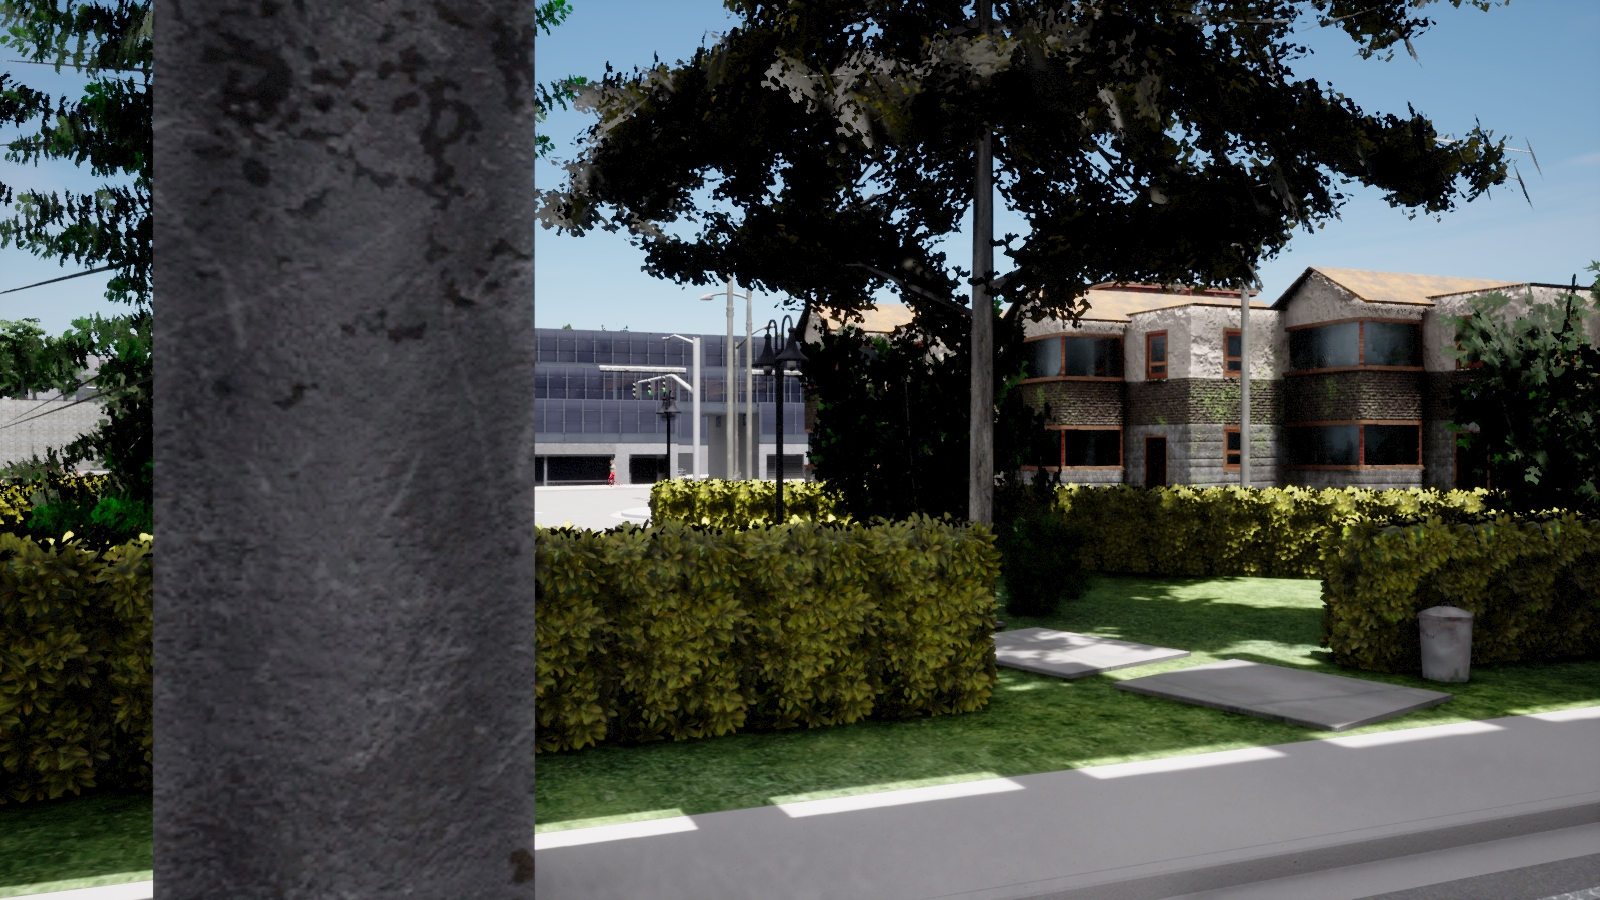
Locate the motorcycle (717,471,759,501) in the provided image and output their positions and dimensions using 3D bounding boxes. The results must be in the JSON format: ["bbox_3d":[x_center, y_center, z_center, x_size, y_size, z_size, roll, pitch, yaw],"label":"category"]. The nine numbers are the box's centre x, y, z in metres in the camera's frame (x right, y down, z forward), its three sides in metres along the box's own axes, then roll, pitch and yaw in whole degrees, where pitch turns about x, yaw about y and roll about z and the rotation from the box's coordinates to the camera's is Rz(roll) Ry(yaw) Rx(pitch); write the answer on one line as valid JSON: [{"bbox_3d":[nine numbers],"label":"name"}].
[{"bbox_3d":[-3.286,1.879,60.166,2.033,1.505,0.803,-1,0,-30],"label":"motorcycle"}]

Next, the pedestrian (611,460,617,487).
[{"bbox_3d":[-12.602,1.586,77.407,0.375,1.860,0.375,0,0,-23],"label":"pedestrian"}]
